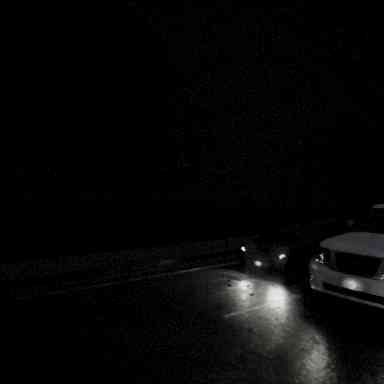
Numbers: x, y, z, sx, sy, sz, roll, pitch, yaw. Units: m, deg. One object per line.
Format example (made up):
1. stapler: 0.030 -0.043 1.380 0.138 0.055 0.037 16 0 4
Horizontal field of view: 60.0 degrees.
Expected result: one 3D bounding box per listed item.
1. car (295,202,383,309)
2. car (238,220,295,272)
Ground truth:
1. car: 4.950 1.211 7.219 5.566 2.045 2.150 0 0 -36
2. car: 3.945 1.536 10.494 5.357 1.411 2.033 0 0 -36
